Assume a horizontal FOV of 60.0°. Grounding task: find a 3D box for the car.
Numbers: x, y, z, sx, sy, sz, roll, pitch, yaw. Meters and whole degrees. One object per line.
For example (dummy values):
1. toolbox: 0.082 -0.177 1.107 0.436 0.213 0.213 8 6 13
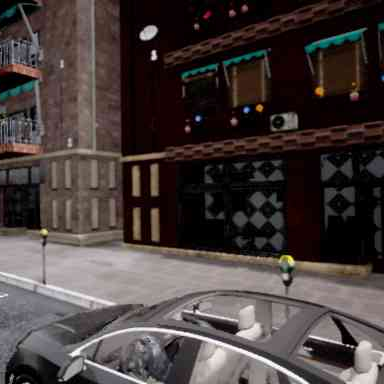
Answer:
1. car: 0.144 1.556 2.787 4.403 1.369 2.008 0 -1 36
